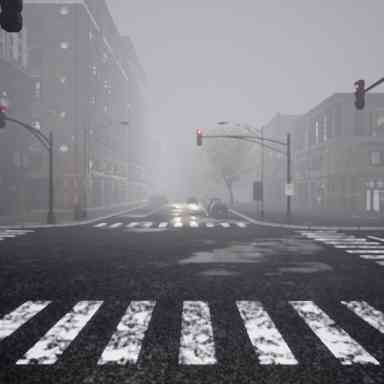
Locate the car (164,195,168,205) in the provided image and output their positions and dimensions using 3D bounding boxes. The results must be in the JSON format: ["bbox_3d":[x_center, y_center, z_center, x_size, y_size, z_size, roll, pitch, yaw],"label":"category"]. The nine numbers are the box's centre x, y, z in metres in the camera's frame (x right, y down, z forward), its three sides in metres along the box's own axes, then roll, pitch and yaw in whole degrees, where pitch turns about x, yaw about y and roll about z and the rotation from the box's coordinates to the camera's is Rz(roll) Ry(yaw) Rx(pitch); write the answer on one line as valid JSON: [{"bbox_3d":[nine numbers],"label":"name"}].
[{"bbox_3d":[-5.632,1.636,56.423,1.802,1.307,4.206,0,0,0],"label":"car"}]

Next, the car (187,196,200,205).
[{"bbox_3d":[0.065,1.539,60.401,1.882,1.535,5.008,0,0,0],"label":"car"}]

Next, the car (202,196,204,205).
[{"bbox_3d":[2.737,1.476,45.019,1.967,1.590,4.097,0,0,0],"label":"car"}]

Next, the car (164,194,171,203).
[{"bbox_3d":[-5.626,1.380,62.120,2.192,1.841,5.009,0,0,0],"label":"car"}]

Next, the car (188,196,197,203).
[{"bbox_3d":[0.075,1.521,70.818,1.812,1.442,4.674,0,0,0],"label":"car"}]

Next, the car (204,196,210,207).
[{"bbox_3d":[2.731,1.468,39.322,1.967,1.590,4.097,0,0,0],"label":"car"}]

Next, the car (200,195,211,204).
[{"bbox_3d":[2.760,1.518,67.806,1.967,1.590,4.097,0,0,0],"label":"car"}]

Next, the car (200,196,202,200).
[{"bbox_3d":[2.755,1.616,62.109,2.008,1.369,4.403,0,0,0],"label":"car"}]

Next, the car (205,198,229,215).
[{"bbox_3d":[2.725,1.571,33.625,2.008,1.369,4.403,0,0,0],"label":"car"}]

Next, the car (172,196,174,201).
[{"bbox_3d":[-5.614,1.643,73.513,2.008,1.369,4.403,0,0,0],"label":"car"}]

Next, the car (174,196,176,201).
[{"bbox_3d":[-5.597,1.662,90.434,1.752,1.417,4.829,0,0,0],"label":"car"}]

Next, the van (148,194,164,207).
[{"bbox_3d":[-5.638,1.385,50.726,1.690,1.788,3.998,0,0,0],"label":"van"}]
